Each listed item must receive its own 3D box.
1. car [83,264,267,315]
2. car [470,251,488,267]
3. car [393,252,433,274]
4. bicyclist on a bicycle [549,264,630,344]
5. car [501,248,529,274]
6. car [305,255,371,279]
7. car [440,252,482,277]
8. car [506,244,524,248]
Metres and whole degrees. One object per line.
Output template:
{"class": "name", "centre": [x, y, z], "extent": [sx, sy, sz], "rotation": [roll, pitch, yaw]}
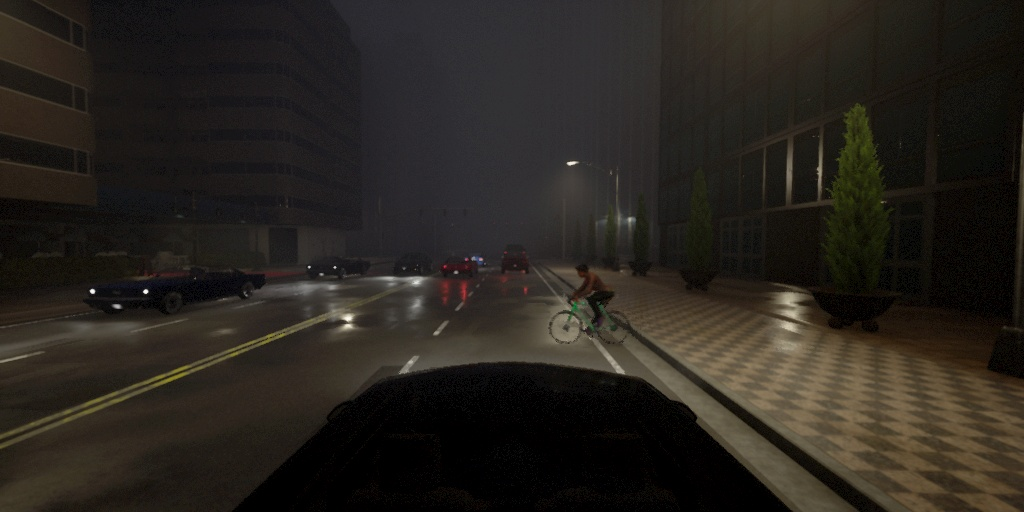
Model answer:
{"class": "car", "centre": [-10.557, 0.967, 11.787], "extent": [1.895, 1.301, 4.718], "rotation": [0, 2, 0]}
{"class": "car", "centre": [-3.243, 0.245, 32.998], "extent": [2.033, 1.411, 5.357], "rotation": [0, 2, 0]}
{"class": "car", "centre": [-6.885, 0.476, 25.306], "extent": [1.837, 1.490, 4.892], "rotation": [0, 2, 0]}
{"class": "bicyclist on a bicycle", "centre": [1.573, 0.990, 7.243], "extent": [1.656, 1.620, 0.582], "rotation": [0, 2, 0]}
{"class": "car", "centre": [0.222, 0.413, 26.301], "extent": [1.882, 1.535, 5.008], "rotation": [0, 2, 0]}
{"class": "car", "centre": [-10.494, 0.630, 21.981], "extent": [1.895, 1.301, 4.718], "rotation": [0, 2, 0]}
{"class": "car", "centre": [-3.296, 0.616, 23.413], "extent": [1.895, 1.301, 4.718], "rotation": [0, 2, 0]}
{"class": "car", "centre": [0.276, -0.174, 36.283], "extent": [2.150, 2.045, 5.566], "rotation": [0, 2, 0]}
